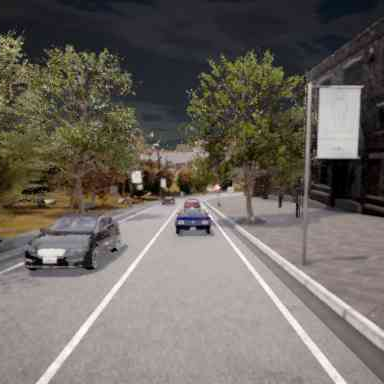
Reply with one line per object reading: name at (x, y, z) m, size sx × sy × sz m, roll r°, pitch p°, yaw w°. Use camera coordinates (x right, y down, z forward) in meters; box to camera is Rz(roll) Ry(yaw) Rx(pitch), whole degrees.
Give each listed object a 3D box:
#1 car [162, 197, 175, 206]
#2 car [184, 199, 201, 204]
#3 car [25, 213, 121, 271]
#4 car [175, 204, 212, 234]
car at (-3.684, 1.465, 53.018) m, size 1.994 × 1.385 × 4.181 m, roll 0°, pitch 0°, yaw 0°
car at (0.029, 1.455, 36.894) m, size 1.812 × 1.442 × 4.674 m, roll 0°, pitch 0°, yaw 0°
car at (-3.622, 1.473, 10.929) m, size 2.128 × 1.511 × 4.902 m, roll 0°, pitch 0°, yaw 0°
car at (0.058, 1.564, 19.037) m, size 1.895 × 1.301 × 4.718 m, roll 0°, pitch 0°, yaw 0°
